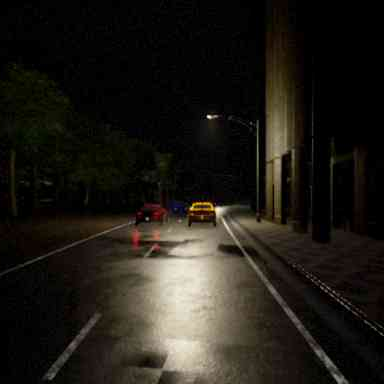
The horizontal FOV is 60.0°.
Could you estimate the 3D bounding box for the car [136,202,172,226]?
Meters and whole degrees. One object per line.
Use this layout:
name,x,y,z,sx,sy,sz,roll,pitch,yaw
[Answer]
car,-2.756,1.562,23.610,1.812,1.442,4.674,0,-1,3

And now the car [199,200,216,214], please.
car,1.972,1.808,41.399,1.882,1.535,5.008,0,-1,5

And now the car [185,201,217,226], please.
car,0.767,1.519,23.866,1.882,1.535,5.008,0,-1,3

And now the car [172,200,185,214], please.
car,-1.641,1.775,40.237,1.882,1.535,5.008,0,-1,5
